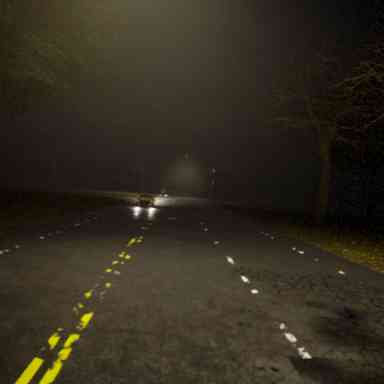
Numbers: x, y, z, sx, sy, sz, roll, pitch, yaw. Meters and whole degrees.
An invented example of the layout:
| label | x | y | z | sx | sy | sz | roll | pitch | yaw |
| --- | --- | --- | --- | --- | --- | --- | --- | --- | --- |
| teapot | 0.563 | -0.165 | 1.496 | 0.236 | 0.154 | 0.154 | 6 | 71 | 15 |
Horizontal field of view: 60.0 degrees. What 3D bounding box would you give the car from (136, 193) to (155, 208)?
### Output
| label | x | y | z | sx | sy | sz | roll | pitch | yaw |
| --- | --- | --- | --- | --- | --- | --- | --- | --- | --- |
| car | -5.277 | 0.891 | 38.417 | 1.882 | 1.535 | 5.008 | 4 | 0 | -3 |
